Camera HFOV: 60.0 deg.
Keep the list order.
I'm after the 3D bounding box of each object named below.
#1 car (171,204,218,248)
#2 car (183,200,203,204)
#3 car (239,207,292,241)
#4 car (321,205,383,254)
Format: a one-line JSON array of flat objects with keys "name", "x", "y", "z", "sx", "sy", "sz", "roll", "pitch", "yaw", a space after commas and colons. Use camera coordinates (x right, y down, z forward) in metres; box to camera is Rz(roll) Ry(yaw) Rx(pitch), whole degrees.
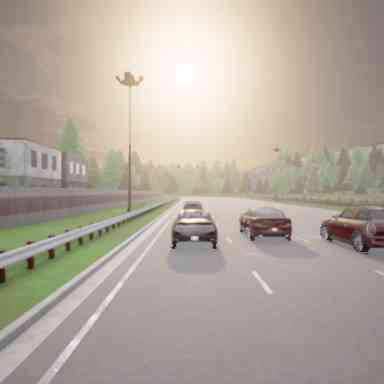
[{"name": "car", "x": 0.097, "y": 1.503, "z": 14.743, "sx": 2.128, "sy": 1.511, "sz": 4.902, "roll": 0, "pitch": 0, "yaw": 0}, {"name": "car", "x": 0.094, "y": 1.531, "z": 33.131, "sx": 1.837, "sy": 1.490, "sz": 4.892, "roll": 0, "pitch": 0, "yaw": 0}, {"name": "car", "x": 3.598, "y": 1.491, "z": 16.954, "sx": 1.882, "sy": 1.535, "sz": 5.008, "roll": 0, "pitch": 0, "yaw": 0}, {"name": "car", "x": 7.098, "y": 1.363, "z": 13.762, "sx": 2.097, "sy": 1.767, "sz": 4.553, "roll": 0, "pitch": 0, "yaw": 0}]
